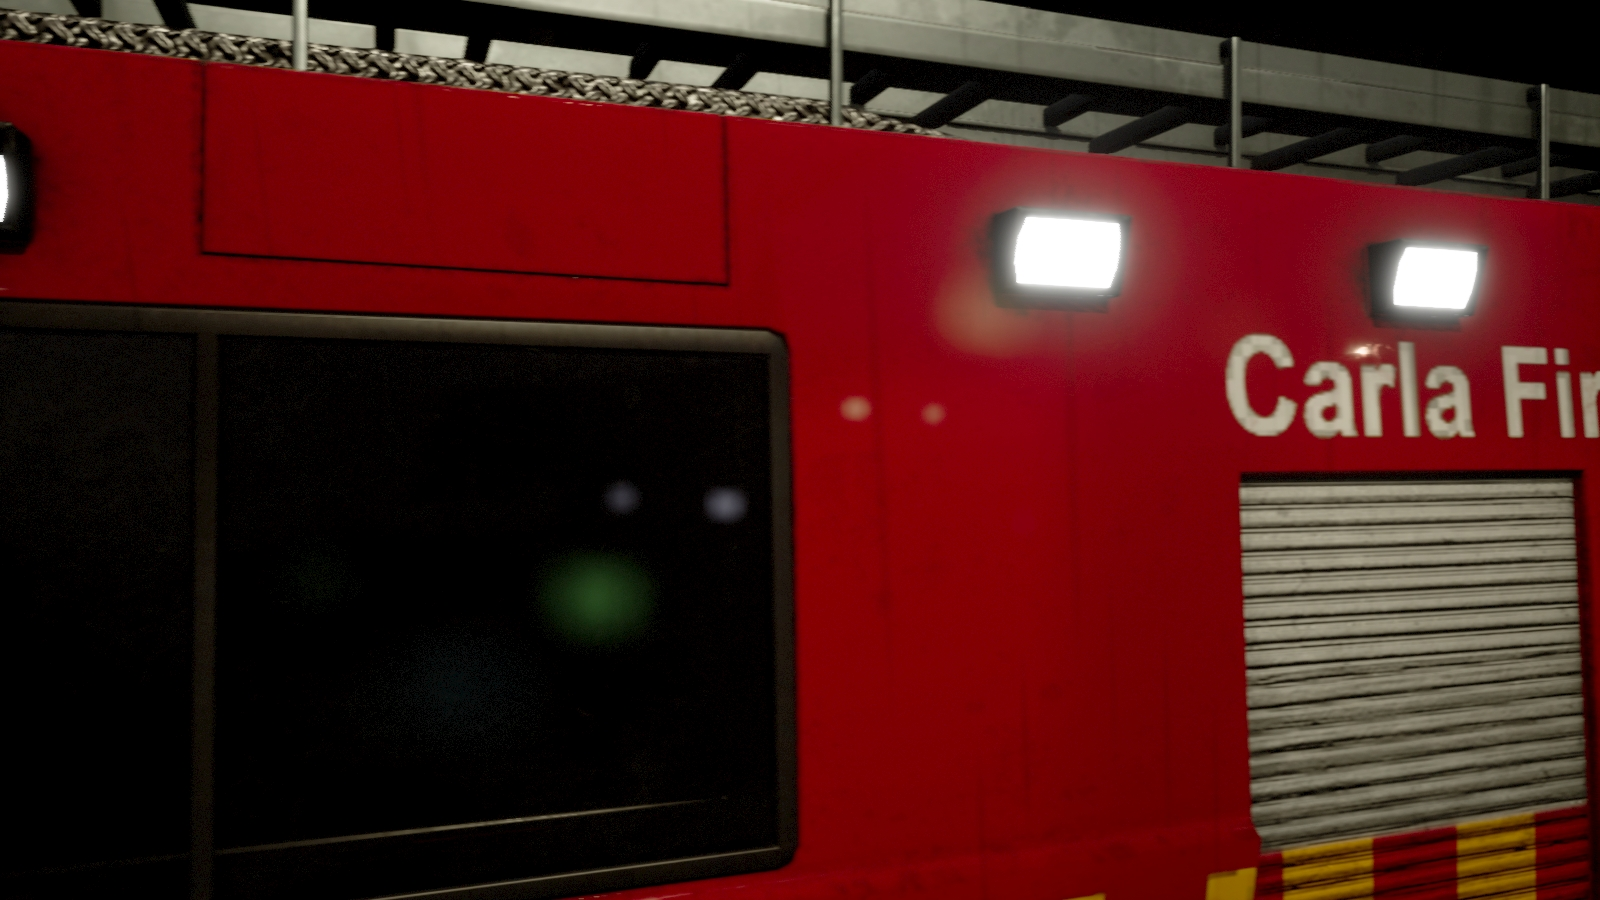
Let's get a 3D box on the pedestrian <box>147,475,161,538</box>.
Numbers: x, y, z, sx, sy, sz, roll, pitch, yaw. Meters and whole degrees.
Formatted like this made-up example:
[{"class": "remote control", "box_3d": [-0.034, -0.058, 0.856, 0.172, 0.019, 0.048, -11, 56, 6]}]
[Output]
[{"class": "pedestrian", "box_3d": [-19.584, 1.703, 34.635, 0.375, 1.860, 0.375, 0, 0, -31]}]
